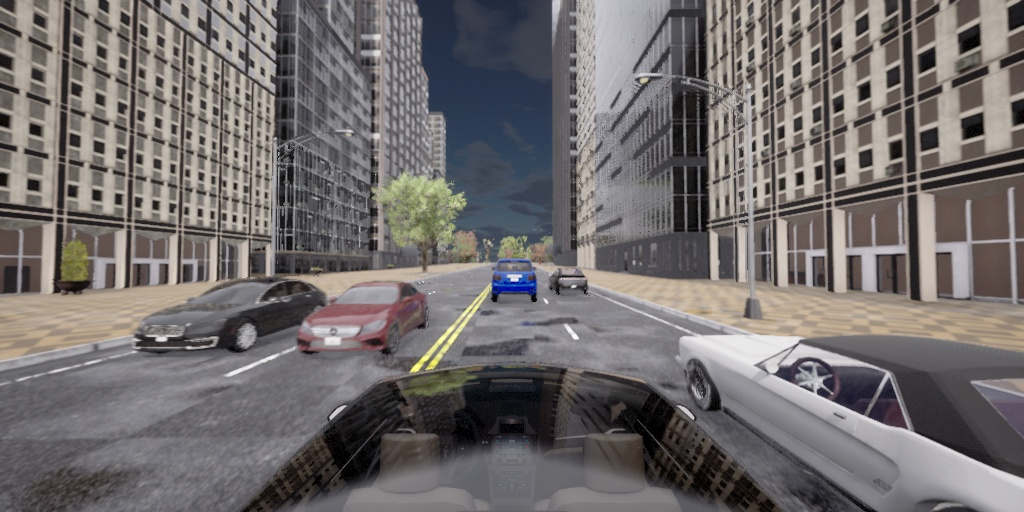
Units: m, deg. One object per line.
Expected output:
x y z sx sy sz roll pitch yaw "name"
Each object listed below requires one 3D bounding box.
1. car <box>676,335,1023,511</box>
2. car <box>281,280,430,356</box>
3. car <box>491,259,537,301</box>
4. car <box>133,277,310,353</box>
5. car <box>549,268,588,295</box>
3.350 1.368 3.197 1.895 1.301 4.718 0 -1 0 "car"
-3.345 1.359 9.024 1.812 1.442 4.674 0 -1 0 "car"
0.111 1.169 18.740 2.150 2.045 5.566 0 0 0 "car"
-6.595 1.340 9.177 1.837 1.490 4.892 0 -1 0 "car"
3.363 1.475 21.922 2.128 1.511 4.902 0 -1 0 "car"
